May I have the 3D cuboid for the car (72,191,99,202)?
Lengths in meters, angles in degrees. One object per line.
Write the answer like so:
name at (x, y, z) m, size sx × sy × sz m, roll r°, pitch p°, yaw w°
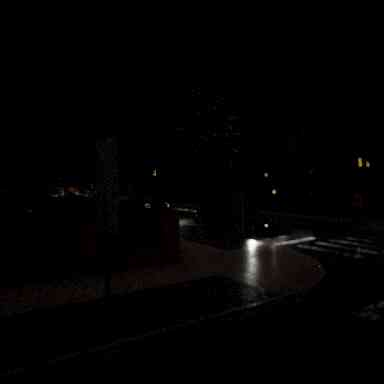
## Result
car at (-15.296, 0.553, 47.566) m, size 2.033 × 1.411 × 5.357 m, roll -2°, pitch 2°, yaw -35°

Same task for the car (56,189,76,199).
car at (-21.341, 0.300, 56.274) m, size 2.128 × 1.511 × 4.902 m, roll -2°, pitch 2°, yaw -35°

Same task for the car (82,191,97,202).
car at (-9.354, 0.887, 33.816) m, size 1.812 × 1.442 × 4.674 m, roll -2°, pitch 2°, yaw -35°

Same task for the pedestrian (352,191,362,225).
pedestrian at (8.829, 0.837, 17.797) m, size 0.375 × 1.860 × 0.375 m, roll 0°, pitch 0°, yaw -35°

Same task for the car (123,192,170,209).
car at (-3.523, 0.919, 25.359) m, size 2.097 × 1.767 × 4.553 m, roll -2°, pitch 2°, yaw -35°

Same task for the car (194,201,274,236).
car at (2.024, 1.269, 17.420) m, size 1.837 × 1.490 × 4.892 m, roll -2°, pitch 2°, yaw -36°

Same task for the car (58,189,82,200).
car at (-15.943, 0.682, 43.410) m, size 2.033 × 1.411 × 5.357 m, roll -2°, pitch 2°, yaw -34°
